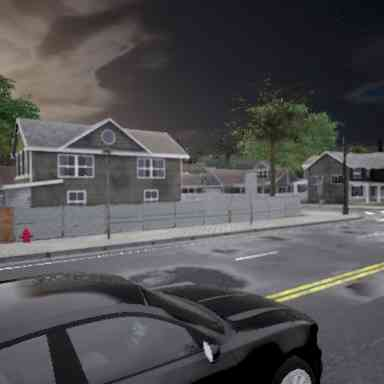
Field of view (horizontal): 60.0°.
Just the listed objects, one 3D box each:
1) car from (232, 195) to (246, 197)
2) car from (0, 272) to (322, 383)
[{"bbox_3d":[6.245,1.118,40.443,2.128,1.511,4.902,-1,1,-35],"label":"car"},{"bbox_3d":[-0.949,1.467,2.763,5.008,1.535,1.882,-1,1,-35],"label":"car"}]
